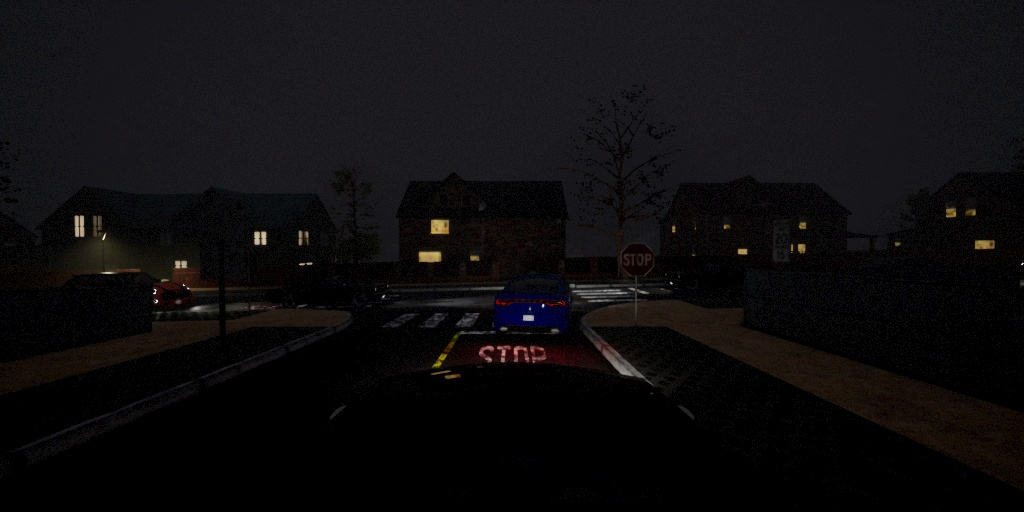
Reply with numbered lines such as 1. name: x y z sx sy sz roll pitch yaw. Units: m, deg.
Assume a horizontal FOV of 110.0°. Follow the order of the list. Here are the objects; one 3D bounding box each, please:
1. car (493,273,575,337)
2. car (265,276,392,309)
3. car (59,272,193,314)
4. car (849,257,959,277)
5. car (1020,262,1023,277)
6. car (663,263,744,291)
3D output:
1. car: 0.789 1.226 10.413 1.882 1.535 5.008 0 0 10
2. car: -7.807 1.506 15.623 4.718 1.301 1.895 -1 1 0
3. car: -16.795 1.472 15.618 4.553 1.767 2.097 -1 1 0
4. car: 20.061 0.753 18.578 5.357 1.411 2.033 -1 1 0
5. car: 29.571 0.335 18.567 4.553 1.767 2.097 -1 1 0
6. car: 10.416 1.034 18.545 4.718 1.301 1.895 -1 1 -1
